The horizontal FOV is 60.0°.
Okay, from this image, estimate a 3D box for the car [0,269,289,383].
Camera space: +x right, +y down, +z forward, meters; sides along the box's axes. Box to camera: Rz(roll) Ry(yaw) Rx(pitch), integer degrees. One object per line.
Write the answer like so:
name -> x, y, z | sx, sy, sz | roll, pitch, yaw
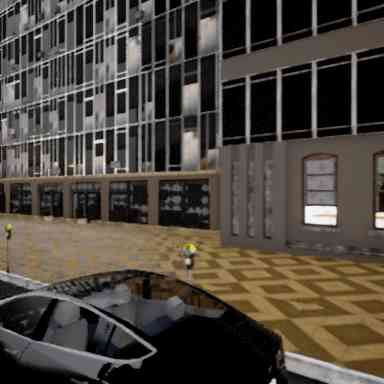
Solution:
car -> -1.132, 1.567, 3.678 | 4.313, 1.339, 1.947 | 0, 0, 35
